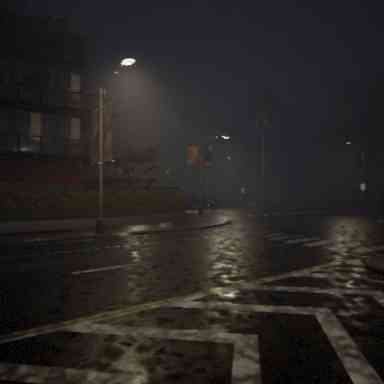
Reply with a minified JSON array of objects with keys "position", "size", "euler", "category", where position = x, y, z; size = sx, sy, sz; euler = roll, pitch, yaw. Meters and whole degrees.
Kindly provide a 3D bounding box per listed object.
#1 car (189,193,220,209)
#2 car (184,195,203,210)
[{"position":[1.391,1.223,45.093],"size":[2.150,2.045,5.566],"euler":[0,0,-35],"category":"car"},{"position":[-1.056,1.527,42.454],"size":[1.812,1.442,4.674],"euler":[0,0,-35],"category":"car"}]
